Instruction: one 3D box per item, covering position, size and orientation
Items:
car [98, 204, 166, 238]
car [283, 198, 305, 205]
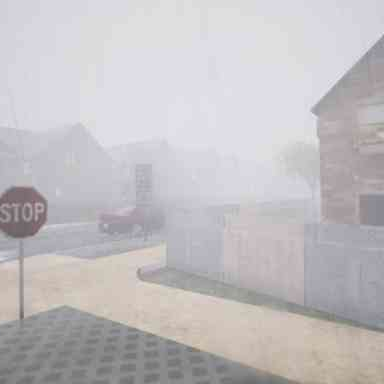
[{"bbox_3d":[-2.420,1.366,17.095,1.882,1.535,5.008,-2,-1,38],"label":"car"},{"bbox_3d":[10.158,1.290,34.030,1.994,1.385,4.181,-2,-1,36],"label":"car"}]
